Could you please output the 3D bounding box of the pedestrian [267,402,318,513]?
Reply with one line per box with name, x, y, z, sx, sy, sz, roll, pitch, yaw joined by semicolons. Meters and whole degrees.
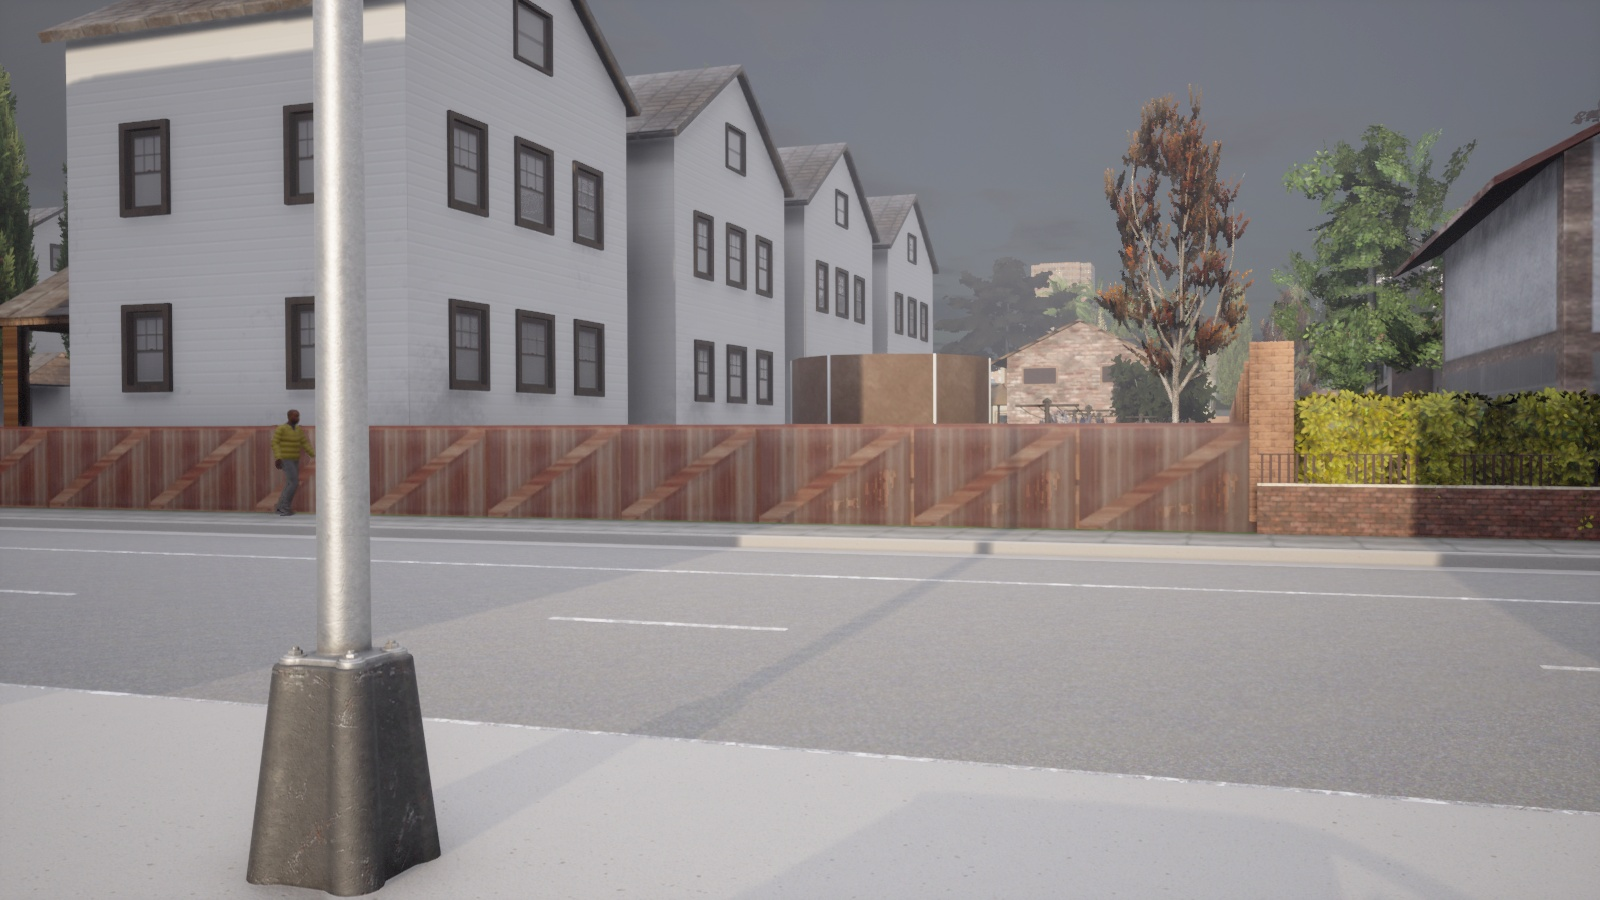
pedestrian;-8.540;0.116;21.115;0.726;1.835;0.370;1;1;19
